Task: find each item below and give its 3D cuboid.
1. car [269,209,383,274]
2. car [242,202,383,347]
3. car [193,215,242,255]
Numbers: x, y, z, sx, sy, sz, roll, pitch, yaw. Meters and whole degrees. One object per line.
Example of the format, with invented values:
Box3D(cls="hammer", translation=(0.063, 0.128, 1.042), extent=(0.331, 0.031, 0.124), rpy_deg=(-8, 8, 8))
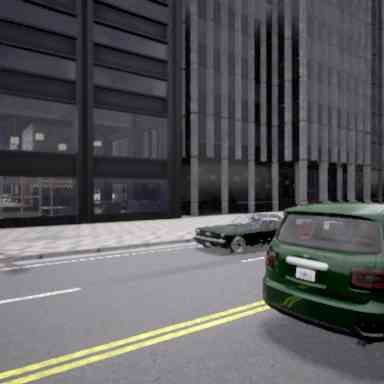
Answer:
Box3D(cls="car", translation=(5.028, 1.457, 11.263), extent=(5.008, 1.535, 1.882), rpy_deg=(0, 0, -35))
Box3D(cls="car", translation=(3.734, 1.209, 6.102), extent=(5.566, 2.045, 2.150), rpy_deg=(0, 0, -35))
Box3D(cls="car", translation=(2.382, 1.582, 13.368), extent=(4.718, 1.301, 1.895), rpy_deg=(0, 0, -35))
